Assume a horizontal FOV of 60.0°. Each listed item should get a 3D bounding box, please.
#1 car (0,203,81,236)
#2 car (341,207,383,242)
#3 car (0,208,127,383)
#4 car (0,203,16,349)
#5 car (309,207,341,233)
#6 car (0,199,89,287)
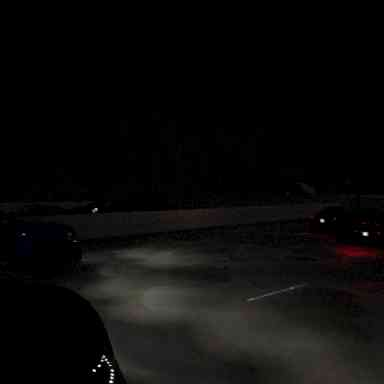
[{"bbox_3d":[-9.179,1.491,19.050,4.902,1.511,2.128,0,0,-36],"label":"car"},{"bbox_3d":[9.044,1.503,15.331,4.892,1.490,1.837,1,0,-40],"label":"car"},{"bbox_3d":[-3.099,1.221,1.611,5.566,2.045,2.150,0,0,-34],"label":"car"},{"bbox_3d":[-5.506,1.216,4.199,5.566,2.045,2.150,1,0,-35],"label":"car"},{"bbox_3d":[8.698,1.563,19.617,4.181,1.385,1.994,0,0,-40],"label":"car"},{"bbox_3d":[-5.718,1.217,8.327,5.566,2.045,2.150,1,0,-35],"label":"car"}]
